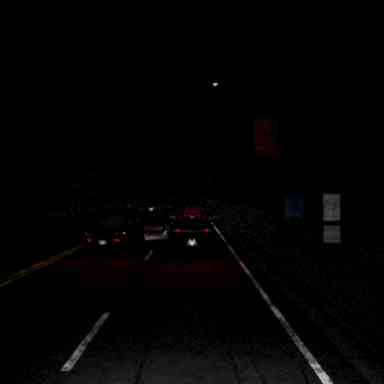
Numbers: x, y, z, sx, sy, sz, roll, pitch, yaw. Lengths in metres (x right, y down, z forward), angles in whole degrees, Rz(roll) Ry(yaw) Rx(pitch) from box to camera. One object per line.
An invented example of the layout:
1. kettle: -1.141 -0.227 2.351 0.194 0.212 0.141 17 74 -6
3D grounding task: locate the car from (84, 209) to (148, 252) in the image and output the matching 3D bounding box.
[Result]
1. car: -3.238 1.666 14.388 1.812 1.442 4.674 0 0 0

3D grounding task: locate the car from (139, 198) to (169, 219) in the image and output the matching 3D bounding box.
1. car: -3.239 1.500 29.032 2.150 2.045 5.566 0 0 0

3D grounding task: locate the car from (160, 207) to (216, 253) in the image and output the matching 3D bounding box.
1. car: 0.009 1.632 14.304 2.128 1.511 4.902 0 0 0

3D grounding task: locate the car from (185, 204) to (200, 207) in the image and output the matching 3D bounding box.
1. car: 0.015 1.813 29.382 1.812 1.442 4.674 0 0 0

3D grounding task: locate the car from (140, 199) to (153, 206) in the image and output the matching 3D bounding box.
1. car: -9.726 2.245 71.789 2.033 1.411 5.357 0 -1 0

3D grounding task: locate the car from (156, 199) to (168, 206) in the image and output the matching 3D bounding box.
1. car: -6.476 2.231 71.788 2.128 1.511 4.902 0 -1 0
